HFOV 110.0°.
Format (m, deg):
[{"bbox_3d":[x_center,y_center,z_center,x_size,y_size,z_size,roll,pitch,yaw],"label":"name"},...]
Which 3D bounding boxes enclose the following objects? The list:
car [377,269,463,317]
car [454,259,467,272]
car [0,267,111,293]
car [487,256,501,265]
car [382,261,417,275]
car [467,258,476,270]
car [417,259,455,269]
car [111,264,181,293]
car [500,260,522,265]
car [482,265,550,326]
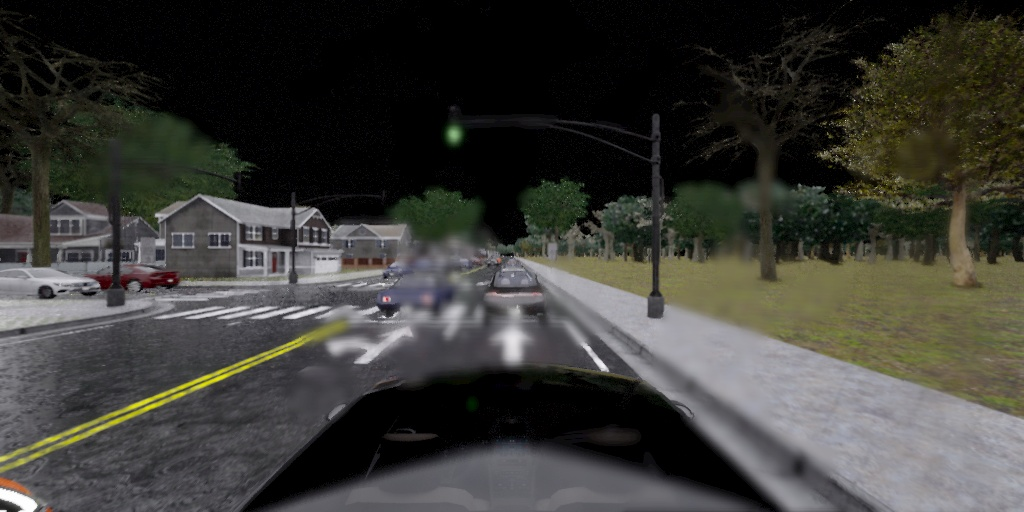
[{"bbox_3d":[-3.144,1.327,13.011,1.895,1.301,4.718,0,0,0],"label":"car"},{"bbox_3d":[-6.584,1.255,40.393,1.895,1.301,4.718,0,0,0],"label":"car"},{"bbox_3d":[-22.494,1.275,17.000,4.674,1.442,1.812,0,0,0],"label":"car"},{"bbox_3d":[-3.236,1.118,61.813,1.812,1.442,4.674,0,0,0],"label":"car"},{"bbox_3d":[-9.823,1.205,31.626,1.812,1.442,4.674,0,0,0],"label":"car"},{"bbox_3d":[-6.541,1.150,50.556,1.812,1.442,4.674,0,0,0],"label":"car"},{"bbox_3d":[-6.590,1.244,31.641,1.994,1.385,4.181,0,0,0],"label":"car"},{"bbox_3d":[-21.406,1.218,19.927,5.008,1.535,1.882,0,0,1],"label":"car"},{"bbox_3d":[0.109,1.281,31.329,1.895,1.301,4.718,0,0,0],"label":"car"},{"bbox_3d":[0.103,1.221,11.539,2.128,1.511,4.902,0,0,0],"label":"car"}]
